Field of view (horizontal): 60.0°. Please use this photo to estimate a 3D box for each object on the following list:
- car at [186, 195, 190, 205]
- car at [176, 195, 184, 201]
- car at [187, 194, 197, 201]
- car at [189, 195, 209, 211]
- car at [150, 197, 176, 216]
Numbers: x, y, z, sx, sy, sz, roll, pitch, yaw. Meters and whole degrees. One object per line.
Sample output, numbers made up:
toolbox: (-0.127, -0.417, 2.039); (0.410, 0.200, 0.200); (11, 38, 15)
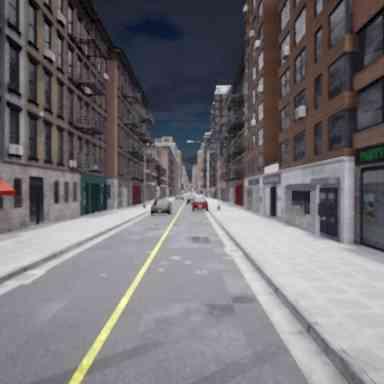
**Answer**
car: (-0.042, 1.436, 57.196); (1.812, 1.442, 4.674); (0, 0, 0)
car: (-2.804, 1.251, 73.733); (1.994, 1.385, 4.181); (0, 0, 0)
car: (-0.055, 1.320, 75.574); (2.128, 1.511, 4.902); (0, 0, 0)
car: (0.934, 1.404, 38.994); (1.882, 1.535, 5.008); (0, 0, 0)
car: (-2.868, 1.412, 32.040); (1.882, 1.535, 5.008); (0, 0, 0)
